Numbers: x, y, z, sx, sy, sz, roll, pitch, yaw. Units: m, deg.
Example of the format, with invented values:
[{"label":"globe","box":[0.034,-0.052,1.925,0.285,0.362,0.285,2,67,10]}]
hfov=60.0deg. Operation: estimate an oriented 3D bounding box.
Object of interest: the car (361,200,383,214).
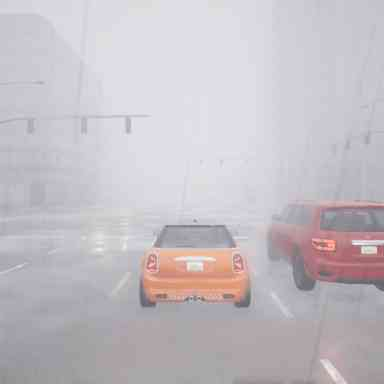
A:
[{"label":"car","box":[20.540,1.564,35.269,4.181,1.385,1.994,0,0,1]}]

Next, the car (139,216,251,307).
[{"label":"car","box":[0.077,1.352,8.115,2.097,1.767,4.553,0,0,1]}]

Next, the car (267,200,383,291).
[{"label":"car","box":[3.556,1.221,9.134,2.150,2.045,5.566,0,0,3]}]

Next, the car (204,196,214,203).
[{"label":"car","box":[3.709,1.525,71.099,1.812,1.442,4.674,0,0,0]}]
